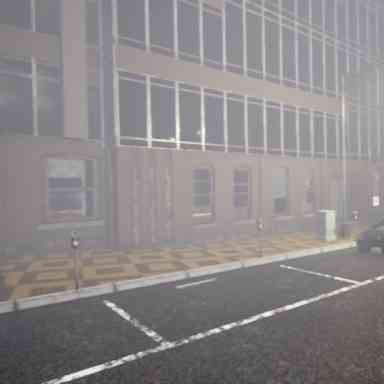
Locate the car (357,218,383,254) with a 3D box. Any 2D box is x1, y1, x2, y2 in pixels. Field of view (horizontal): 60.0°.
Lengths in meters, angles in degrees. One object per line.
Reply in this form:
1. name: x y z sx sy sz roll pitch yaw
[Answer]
1. car: 7.817 1.527 12.204 4.313 1.339 1.947 0 -1 -36
